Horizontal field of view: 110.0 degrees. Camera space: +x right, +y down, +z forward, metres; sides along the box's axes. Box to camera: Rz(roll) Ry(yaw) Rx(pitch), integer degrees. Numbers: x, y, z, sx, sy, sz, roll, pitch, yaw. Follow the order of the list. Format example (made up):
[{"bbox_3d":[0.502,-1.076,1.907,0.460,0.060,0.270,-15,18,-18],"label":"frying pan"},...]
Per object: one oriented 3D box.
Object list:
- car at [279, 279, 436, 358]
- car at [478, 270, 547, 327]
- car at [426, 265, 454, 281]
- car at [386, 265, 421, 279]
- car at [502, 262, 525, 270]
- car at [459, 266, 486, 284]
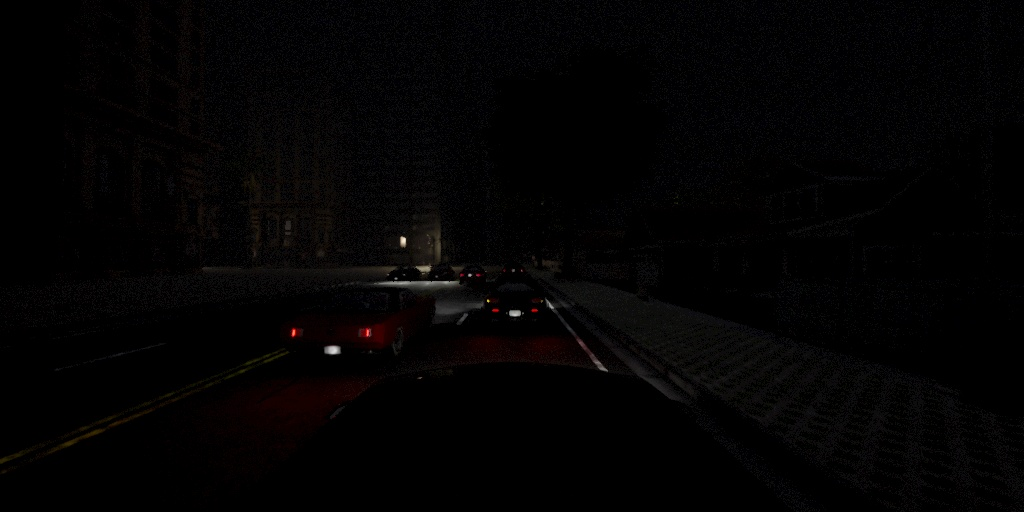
[{"bbox_3d":[-3.172,1.401,8.591,1.895,1.301,4.718,0,0,0],"label":"car"},{"bbox_3d":[0.092,1.350,11.686,1.812,1.442,4.674,0,0,0],"label":"car"},{"bbox_3d":[-6.577,1.534,33.643,1.812,1.442,4.674,0,-1,0],"label":"car"},{"bbox_3d":[-9.829,1.550,33.054,2.033,1.411,5.357,0,-1,0],"label":"car"},{"bbox_3d":[0.118,1.364,34.078,2.097,1.767,4.553,0,-1,0],"label":"car"},{"bbox_3d":[-3.136,1.518,29.379,2.033,1.411,5.357,0,-1,0],"label":"car"}]
